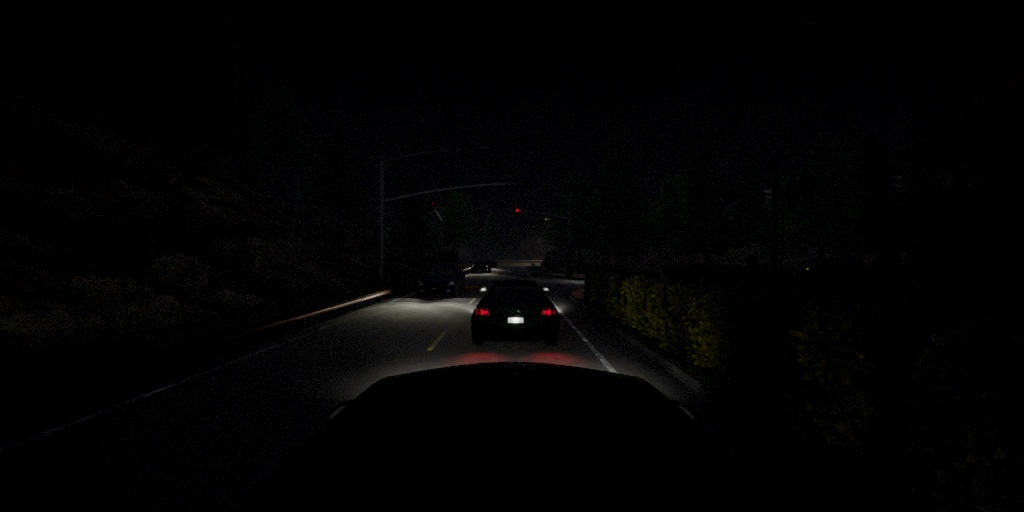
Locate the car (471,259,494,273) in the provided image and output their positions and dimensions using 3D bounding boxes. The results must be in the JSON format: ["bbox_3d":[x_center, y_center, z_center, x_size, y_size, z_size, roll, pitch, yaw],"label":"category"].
[{"bbox_3d":[-3.624,1.103,42.792,2.097,1.767,4.553,0,0,0],"label":"car"}]

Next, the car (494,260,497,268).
[{"bbox_3d":[-3.544,1.352,60.316,1.895,1.301,4.718,0,0,0],"label":"car"}]

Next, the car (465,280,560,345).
[{"bbox_3d":[0.075,1.314,9.511,1.994,1.385,4.181,0,0,0],"label":"car"}]

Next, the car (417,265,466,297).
[{"bbox_3d":[-3.610,1.227,19.077,1.882,1.535,5.008,0,0,0],"label":"car"}]

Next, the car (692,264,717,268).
[{"bbox_3d":[15.485,1.404,29.596,4.902,1.511,2.128,0,0,0],"label":"car"}]

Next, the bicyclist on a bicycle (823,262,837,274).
[{"bbox_3d":[19.815,1.213,22.127,0.582,1.620,1.656,0,0,0],"label":"bicyclist on a bicycle"}]

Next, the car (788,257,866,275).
[{"bbox_3d":[25.993,1.134,29.546,5.566,2.045,2.150,0,0,1],"label":"car"}]
